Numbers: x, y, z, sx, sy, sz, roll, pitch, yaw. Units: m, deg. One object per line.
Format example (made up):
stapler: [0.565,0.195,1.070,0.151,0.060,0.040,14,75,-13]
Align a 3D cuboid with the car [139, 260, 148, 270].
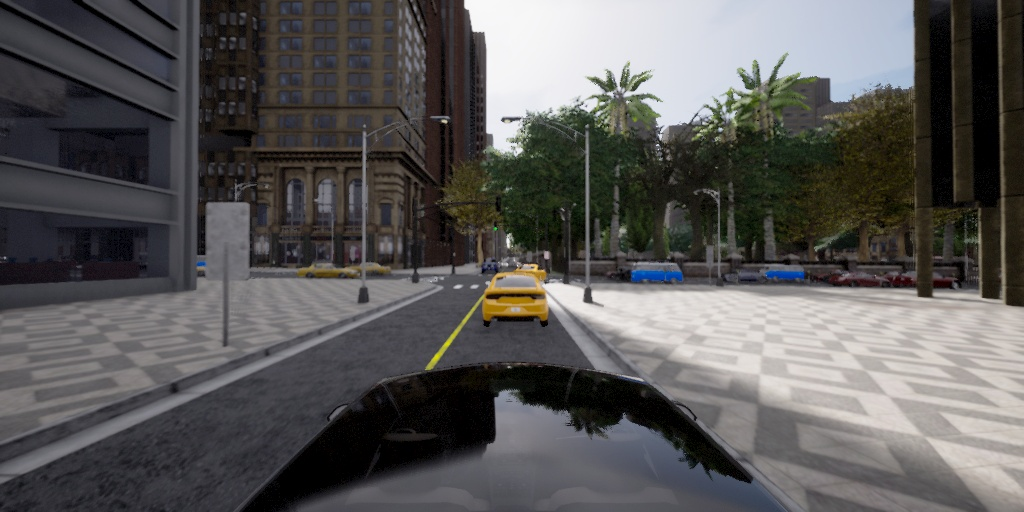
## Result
car: [-37.873,0.987,38.183,4.313,1.339,1.948,0,0,0]

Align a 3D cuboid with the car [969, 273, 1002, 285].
car: [50.557,2.456,37.826,4.207,1.307,1.802,0,0,0]

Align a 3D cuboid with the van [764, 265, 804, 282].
van: [28.463,1.852,37.915,3.998,1.789,1.690,0,0,0]

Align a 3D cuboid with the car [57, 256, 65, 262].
car: [-48.608,0.765,35.565,5.357,1.411,2.033,1,-1,0]

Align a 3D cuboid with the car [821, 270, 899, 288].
car: [28.441,1.994,29.390,4.207,1.307,1.802,0,0,0]

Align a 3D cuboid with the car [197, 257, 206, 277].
car: [-26.387,1.031,29.612,4.829,1.417,1.751,0,0,0]

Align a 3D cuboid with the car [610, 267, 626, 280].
car: [13.006,1.446,35.326,5.566,2.045,2.150,1,-1,0]

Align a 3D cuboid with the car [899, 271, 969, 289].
car: [33.965,1.943,29.368,4.097,1.591,1.967,0,0,0]

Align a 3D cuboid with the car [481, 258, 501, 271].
car: [-3.095,1.324,50.836,2.150,2.045,5.566,0,0,0]

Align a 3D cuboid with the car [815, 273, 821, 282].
car: [32.977,2.119,35.230,4.181,1.385,1.994,1,-1,0]

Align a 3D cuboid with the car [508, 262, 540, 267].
car: [1.469,1.413,27.623,1.882,1.535,5.008,0,-1,15]

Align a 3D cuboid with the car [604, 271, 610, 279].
car: [11.893,1.819,37.982,4.207,1.307,1.802,0,0,0]

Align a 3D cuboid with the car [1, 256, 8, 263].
car: [-43.569,0.671,29.681,4.097,1.591,1.967,0,0,0]

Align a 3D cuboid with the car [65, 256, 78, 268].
car: [-49.213,0.679,38.228,4.097,1.591,1.967,0,0,0]

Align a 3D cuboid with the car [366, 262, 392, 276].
car: [-15.363,1.315,38.092,4.829,1.417,1.751,0,0,0]

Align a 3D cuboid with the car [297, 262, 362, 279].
car: [-15.046,1.216,29.566,4.829,1.417,1.751,0,0,0]

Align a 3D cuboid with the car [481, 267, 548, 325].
car: [0.099,1.293,12.122,1.882,1.535,5.008,0,0,0]

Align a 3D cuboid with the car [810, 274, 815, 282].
car: [33.987,2.147,37.893,4.507,1.381,1.888,0,0,0]

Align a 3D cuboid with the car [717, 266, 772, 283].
car: [22.546,1.946,35.279,4.181,1.385,1.994,1,-1,0]

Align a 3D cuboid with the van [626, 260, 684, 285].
van: [11.871,1.479,29.457,3.998,1.789,1.690,0,0,0]

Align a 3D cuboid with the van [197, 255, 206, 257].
van: [-32.203,0.854,38.160,3.998,1.789,1.690,0,0,0]
